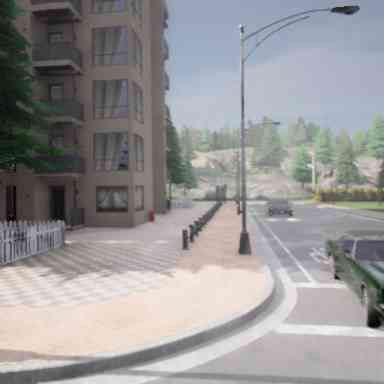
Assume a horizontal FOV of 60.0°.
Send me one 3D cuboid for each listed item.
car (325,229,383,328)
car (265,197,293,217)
[{"bbox_3d":[4.024,1.500,6.694,1.895,1.301,4.718,-1,0,13],"label":"car"},{"bbox_3d":[7.186,1.241,27.755,1.837,1.490,4.892,-1,1,7],"label":"car"}]
